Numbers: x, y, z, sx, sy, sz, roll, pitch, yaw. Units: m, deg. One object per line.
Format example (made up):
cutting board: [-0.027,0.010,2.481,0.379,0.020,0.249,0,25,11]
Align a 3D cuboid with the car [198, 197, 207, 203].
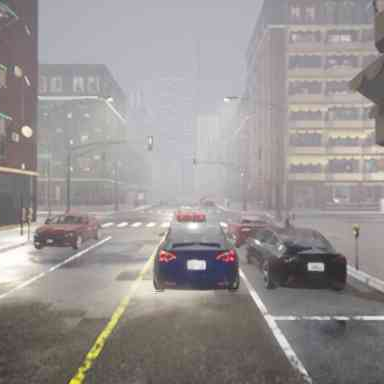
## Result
car: [2.537,1.827,81.145,1.947,1.339,4.313,1,0,0]

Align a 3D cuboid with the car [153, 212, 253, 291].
car: [0.097,1.528,9.098,2.163,1.488,4.792,0,0,0]

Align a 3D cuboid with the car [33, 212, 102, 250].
car: [-5.280,1.584,14.610,1.887,1.381,4.507,1,0,0]

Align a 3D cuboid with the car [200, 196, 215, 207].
car: [2.680,1.702,52.697,1.887,1.381,4.507,1,0,0]

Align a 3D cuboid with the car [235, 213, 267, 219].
car: [2.567,1.585,14.641,1.887,1.381,4.507,1,0,0]

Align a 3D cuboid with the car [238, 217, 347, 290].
car: [2.569,1.590,8.971,1.947,1.339,4.313,1,0,0]

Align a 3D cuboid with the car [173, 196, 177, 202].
car: [-5.345,1.829,86.820,1.887,1.381,4.507,1,0,0]

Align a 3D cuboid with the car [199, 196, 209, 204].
car: [2.544,1.658,69.766,1.967,1.590,4.097,1,0,0]

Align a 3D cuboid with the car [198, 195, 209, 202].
car: [2.580,1.507,62.643,2.192,1.841,5.009,1,0,0]

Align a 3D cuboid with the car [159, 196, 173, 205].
car: [-5.351,1.748,64.062,2.008,1.369,4.403,1,0,0]

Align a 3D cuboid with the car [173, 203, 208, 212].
car: [-0.336,1.666,23.586,1.895,1.301,4.718,0,0,-8]
